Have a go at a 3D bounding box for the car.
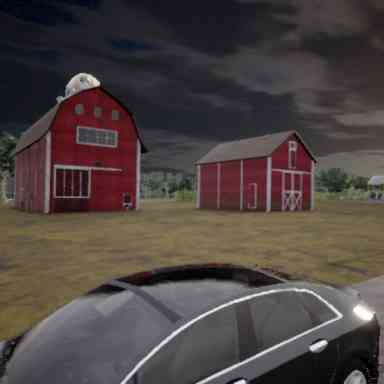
[{"bbox_3d":[-0.195,1.512,2.932,4.892,1.490,1.837,0,0,-36],"label":"car"}]
